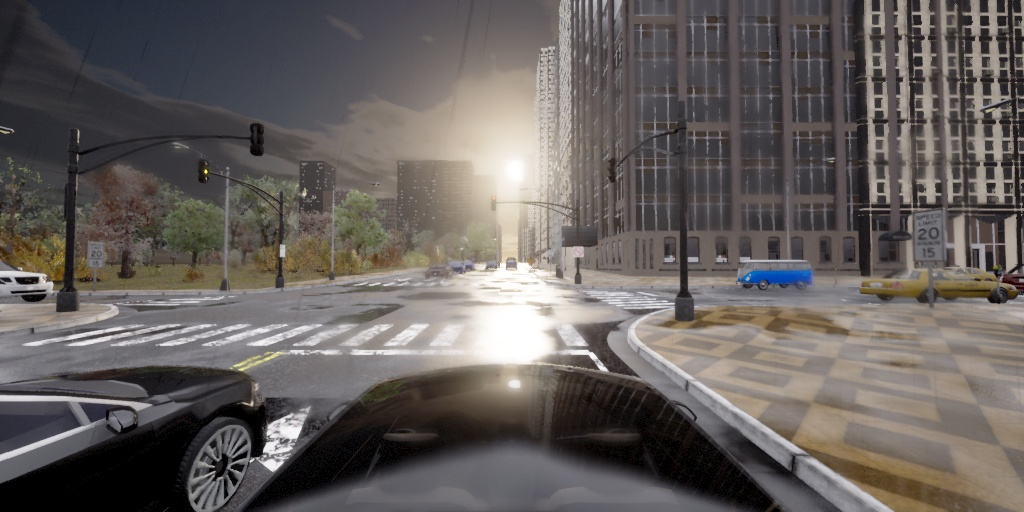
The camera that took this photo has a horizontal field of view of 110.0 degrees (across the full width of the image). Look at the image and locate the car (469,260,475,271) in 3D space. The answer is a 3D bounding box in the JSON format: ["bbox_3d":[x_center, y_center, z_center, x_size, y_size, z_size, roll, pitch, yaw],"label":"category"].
[{"bbox_3d":[-6.739,1.379,53.803,1.882,1.535,5.008,0,0,0],"label":"car"}]

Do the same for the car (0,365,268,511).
[{"bbox_3d":[-3.143,1.241,1.308,2.128,1.511,4.902,0,0,0],"label":"car"}]

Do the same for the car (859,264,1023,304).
[{"bbox_3d":[16.292,1.075,13.761,4.829,1.417,1.751,0,0,-1],"label":"car"}]

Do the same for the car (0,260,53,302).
[{"bbox_3d":[-23.575,1.057,15.455,5.566,2.045,2.150,0,-2,-1],"label":"car"}]

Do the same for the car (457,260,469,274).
[{"bbox_3d":[-6.716,1.329,43.386,1.882,1.535,5.008,0,0,0],"label":"car"}]

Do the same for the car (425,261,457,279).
[{"bbox_3d":[-6.685,1.379,33.256,1.994,1.385,4.181,0,0,0],"label":"car"}]

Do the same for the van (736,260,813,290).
[{"bbox_3d":[15.888,1.122,21.778,3.998,1.789,1.690,0,0,-1],"label":"van"}]

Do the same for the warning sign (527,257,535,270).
[{"bbox_3d":[2.710,1.000,50.679,1.300,1.860,1.060,0,0,0],"label":"warning sign"}]

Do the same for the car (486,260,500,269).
[{"bbox_3d":[-3.316,1.479,59.336,2.033,1.411,5.357,0,0,0],"label":"car"}]

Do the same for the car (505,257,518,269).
[{"bbox_3d":[-0.070,1.417,60.554,1.882,1.535,5.008,0,0,0],"label":"car"}]
